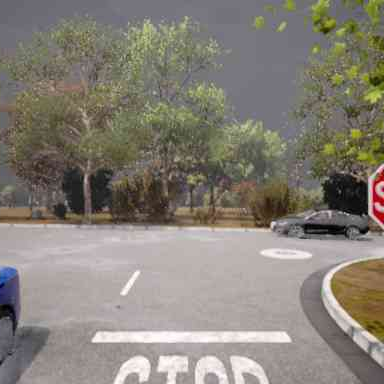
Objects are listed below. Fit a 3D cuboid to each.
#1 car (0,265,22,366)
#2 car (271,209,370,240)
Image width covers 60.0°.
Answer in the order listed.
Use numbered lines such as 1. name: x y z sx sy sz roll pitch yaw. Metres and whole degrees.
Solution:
1. car: -3.248 1.474 2.792 1.882 1.535 5.008 0 0 -5
2. car: 6.696 1.662 17.544 4.902 1.511 2.128 2 -1 0
